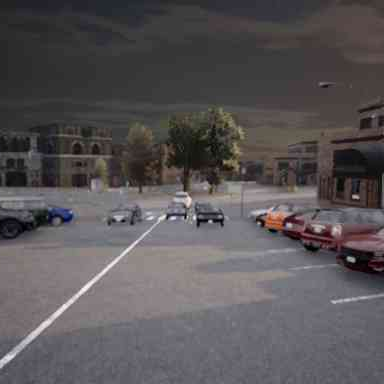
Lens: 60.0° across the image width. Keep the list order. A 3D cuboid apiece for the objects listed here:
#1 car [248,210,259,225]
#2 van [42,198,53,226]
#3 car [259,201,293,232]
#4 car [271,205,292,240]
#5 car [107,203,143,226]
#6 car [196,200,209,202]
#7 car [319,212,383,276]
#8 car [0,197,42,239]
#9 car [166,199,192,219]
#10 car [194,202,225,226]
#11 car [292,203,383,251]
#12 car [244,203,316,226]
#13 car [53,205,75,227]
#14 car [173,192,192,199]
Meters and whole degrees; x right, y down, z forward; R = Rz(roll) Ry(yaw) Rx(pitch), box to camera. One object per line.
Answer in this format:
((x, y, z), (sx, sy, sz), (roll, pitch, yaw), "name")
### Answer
((6.350, 1.540, 21.160), (4.792, 1.488, 2.163), (1, 0, -20), "car")
((-10.812, 1.320, 19.453), (4.442, 1.987, 1.878), (-1, 0, -18), "van")
((6.359, 1.379, 18.216), (4.553, 1.767, 2.185), (1, 0, -20), "car")
((6.424, 1.530, 15.285), (4.792, 1.488, 2.163), (1, 0, -20), "car")
((-4.721, 1.542, 23.943), (2.128, 1.511, 4.902), (0, 0, 1), "car")
((1.235, 1.574, 38.249), (1.895, 1.301, 4.718), (0, 1, 1), "car")
((6.420, 1.489, 9.372), (5.008, 1.535, 2.097), (1, 0, -20), "car")
((-10.768, 1.286, 16.508), (5.566, 2.045, 2.435), (-1, 0, -18), "car")
((-1.315, 1.608, 29.791), (2.033, 1.411, 5.357), (0, 0, 0), "car")
((1.210, 1.648, 23.796), (1.895, 1.301, 4.718), (0, 0, 0), "car")
((6.377, 1.368, 12.316), (4.553, 1.767, 2.185), (1, 0, -20), "car")
((6.364, 1.556, 24.123), (4.674, 1.452, 2.002), (1, 0, -20), "car")
((-10.603, 1.550, 22.488), (5.008, 1.535, 2.097), (-1, 0, -18), "car")
((-1.216, 1.052, 42.574), (2.150, 2.045, 5.566), (0, 2, 3), "car")
